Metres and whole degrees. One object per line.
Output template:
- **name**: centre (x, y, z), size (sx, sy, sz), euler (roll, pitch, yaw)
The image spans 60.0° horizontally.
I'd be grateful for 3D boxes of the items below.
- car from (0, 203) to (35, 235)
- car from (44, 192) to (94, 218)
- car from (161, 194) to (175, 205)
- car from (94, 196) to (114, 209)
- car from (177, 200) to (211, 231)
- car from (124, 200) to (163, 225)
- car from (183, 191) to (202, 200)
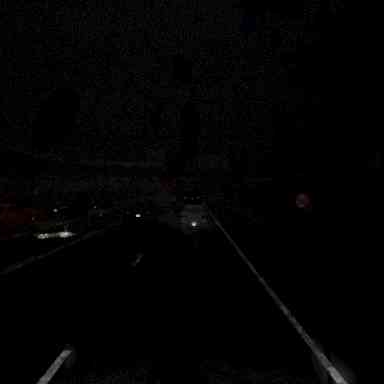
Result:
- **car**: centre (-10.534, 1.397, 18.269), size (1.882, 1.535, 5.008), euler (0, 0, 1)
- **car**: centre (-10.487, 1.042, 28.307), size (2.150, 2.045, 5.566), euler (0, 1, 0)
- **car**: centre (-3.415, 1.067, 47.777), size (1.812, 1.442, 4.674), euler (0, 1, 0)
- **car**: centre (-10.482, 1.225, 38.719), size (2.033, 1.411, 5.357), euler (0, 1, 0)
- **car**: centre (0.109, 1.433, 19.674), size (1.812, 1.442, 4.674), euler (0, 0, 0)
- **car**: centre (-3.389, 1.443, 22.896), size (1.994, 1.385, 4.181), euler (0, 1, 0)
- **car**: centre (0.042, 0.843, 42.515), size (2.150, 2.045, 5.566), euler (0, 1, 0)
